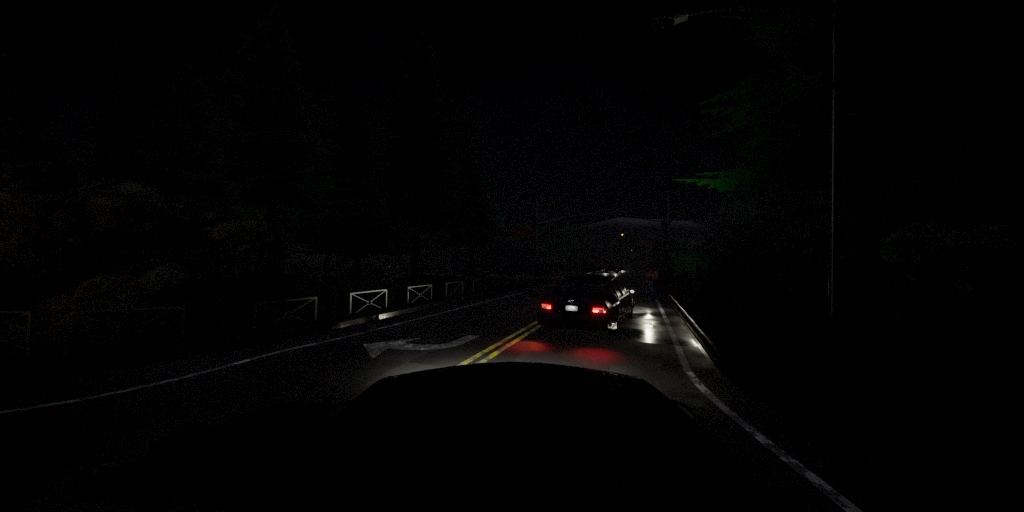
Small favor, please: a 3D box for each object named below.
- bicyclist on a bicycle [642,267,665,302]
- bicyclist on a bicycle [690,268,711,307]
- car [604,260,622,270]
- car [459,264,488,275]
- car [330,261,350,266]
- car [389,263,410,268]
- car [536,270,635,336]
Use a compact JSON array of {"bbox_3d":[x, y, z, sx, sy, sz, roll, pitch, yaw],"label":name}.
[{"bbox_3d":[6.523,1.313,16.498,1.656,1.620,0.582,1,-1,-31],"label":"bicyclist on a bicycle"},{"bbox_3d":[7.960,1.325,15.107,1.656,1.620,0.582,1,-1,-34],"label":"bicyclist on a bicycle"},{"bbox_3d":[16.689,1.772,59.857,2.150,2.045,5.566,1,-1,20],"label":"car"},{"bbox_3d":[-5.110,1.721,44.816,4.181,1.385,1.994,1,-1,20],"label":"car"},{"bbox_3d":[-24.238,1.460,52.158,5.357,1.411,2.033,1,-1,24],"label":"car"},{"bbox_3d":[-14.489,1.599,48.270,4.181,1.385,1.994,1,-1,21],"label":"car"},{"bbox_3d":[2.361,1.263,10.316,2.033,1.411,5.357,1,-1,24],"label":"car"}]
